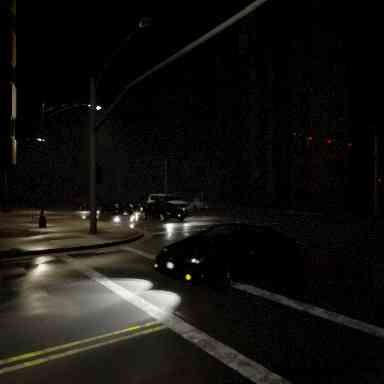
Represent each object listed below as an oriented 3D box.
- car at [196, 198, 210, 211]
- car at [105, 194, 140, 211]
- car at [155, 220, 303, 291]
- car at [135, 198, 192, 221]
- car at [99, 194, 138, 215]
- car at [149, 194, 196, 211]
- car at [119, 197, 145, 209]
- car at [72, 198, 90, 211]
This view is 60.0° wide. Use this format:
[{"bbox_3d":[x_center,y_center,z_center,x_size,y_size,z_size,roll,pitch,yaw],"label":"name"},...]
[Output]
[{"bbox_3d":[0.343,1.526,40.889,1.812,1.442,4.674,0,0,-36],"label":"car"},{"bbox_3d":[-8.707,1.221,41.170,2.150,2.045,5.566,0,0,-36],"label":"car"},{"bbox_3d":[1.104,1.564,9.084,4.181,1.385,1.994,0,0,-36],"label":"car"},{"bbox_3d":[-2.381,1.505,26.534,1.837,1.490,4.892,0,0,-36],"label":"car"},{"bbox_3d":[-7.712,1.352,33.847,2.097,1.767,4.553,0,0,-36],"label":"car"},{"bbox_3d":[-2.390,1.221,32.491,2.150,2.045,5.566,0,0,-36],"label":"car"},{"bbox_3d":[-8.511,1.526,47.099,1.812,1.442,4.674,0,0,-36],"label":"car"},{"bbox_3d":[-13.670,1.478,42.070,1.882,1.535,5.008,0,0,-36],"label":"car"}]
